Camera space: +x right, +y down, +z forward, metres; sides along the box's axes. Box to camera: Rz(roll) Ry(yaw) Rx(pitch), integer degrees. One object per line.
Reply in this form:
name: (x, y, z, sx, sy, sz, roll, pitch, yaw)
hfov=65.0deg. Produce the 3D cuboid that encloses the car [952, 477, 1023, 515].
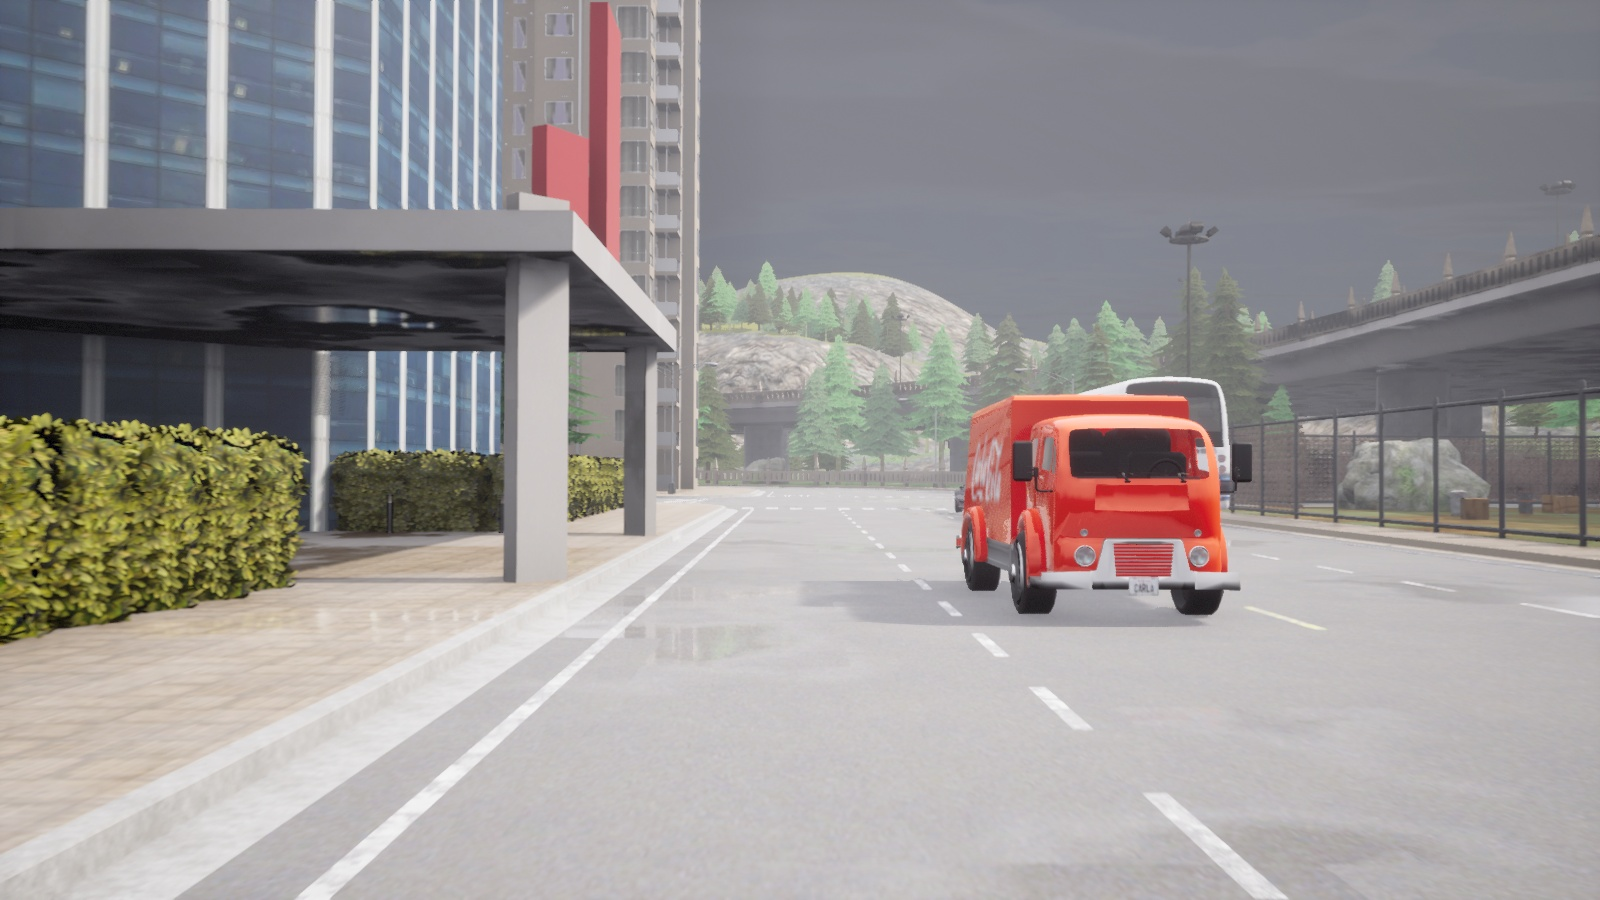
car: (6.886, 1.668, 46.619, 1.895, 1.301, 4.718, 0, -1, 0)

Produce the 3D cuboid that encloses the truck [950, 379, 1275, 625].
truck: (3.460, 0.570, 15.269, 2.627, 2.467, 5.204, 0, -1, 0)

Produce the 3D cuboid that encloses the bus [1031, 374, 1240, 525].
bus: (10.395, 0.074, 40.490, 3.944, 4.253, 10.273, 0, -1, 0)
